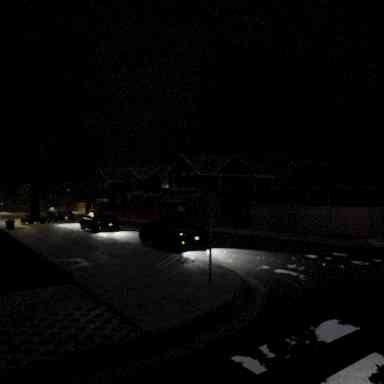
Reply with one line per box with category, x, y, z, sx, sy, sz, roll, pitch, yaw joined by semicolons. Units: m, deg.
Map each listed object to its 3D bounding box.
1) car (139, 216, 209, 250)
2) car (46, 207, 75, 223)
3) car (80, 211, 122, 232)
car;-0.932;1.887;16.154;1.994;1.385;4.181;0;-1;-35
car;-13.293;2.232;33.464;2.128;1.511;4.902;0;-1;-35
car;-6.667;2.086;24.180;1.994;1.385;4.181;0;-1;-35
